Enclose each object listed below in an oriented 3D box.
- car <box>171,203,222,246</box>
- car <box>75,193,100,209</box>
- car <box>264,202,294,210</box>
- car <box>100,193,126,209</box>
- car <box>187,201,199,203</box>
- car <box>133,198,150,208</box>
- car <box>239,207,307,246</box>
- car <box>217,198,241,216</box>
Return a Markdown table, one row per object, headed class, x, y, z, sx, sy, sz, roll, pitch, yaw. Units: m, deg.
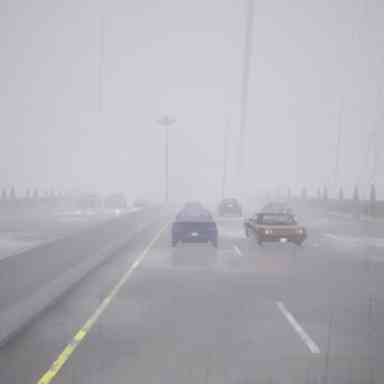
| class | x | y | z | sx | sy | sz | roll | pitch | yaw |
| --- | --- | --- | --- | --- | --- | --- | --- | --- | --- |
| car | 0.104 | 1.476 | 15.320 | 1.882 | 1.535 | 5.008 | 0 | 0 | 0 |
| car | -14.072 | 1.226 | 45.572 | 2.150 | 2.045 | 5.566 | 0 | 0 | 0 |
| car | 7.107 | 1.545 | 28.027 | 2.033 | 1.411 | 5.357 | 0 | 0 | 0 |
| car | -10.573 | 1.226 | 46.002 | 2.150 | 2.045 | 5.566 | 0 | 0 | 0 |
| car | 0.109 | 1.562 | 33.742 | 1.994 | 1.385 | 4.181 | 0 | 0 | 0 |
| car | -7.065 | 1.571 | 46.873 | 1.994 | 1.385 | 4.181 | 0 | 0 | 0 |
| car | 3.604 | 1.599 | 15.330 | 1.895 | 1.301 | 4.718 | 0 | 0 | 0 |
| car | 3.609 | 1.350 | 33.064 | 2.097 | 1.767 | 4.553 | 0 | 0 | 0 |
